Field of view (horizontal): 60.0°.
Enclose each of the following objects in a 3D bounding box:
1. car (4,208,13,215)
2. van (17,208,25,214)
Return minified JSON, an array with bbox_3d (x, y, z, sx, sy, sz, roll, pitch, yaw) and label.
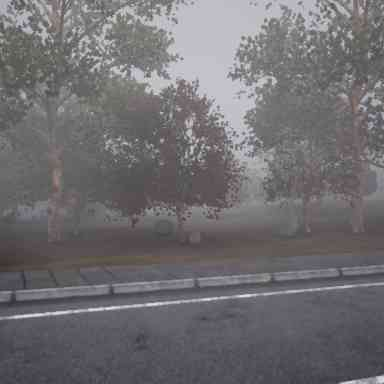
[{"bbox_3d":[-44.514,4.710,77.827,2.435,2.045,5.566,1,-3,0],"label":"car"},{"bbox_3d":[-44.489,4.989,83.278,1.878,1.987,4.442,1,-3,0],"label":"van"}]
